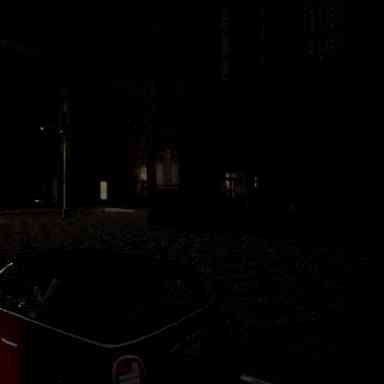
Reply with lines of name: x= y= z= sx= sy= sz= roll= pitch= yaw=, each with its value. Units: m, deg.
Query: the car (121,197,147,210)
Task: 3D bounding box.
car: x=-6.871 y=1.425 z=42.437 sx=1.812 sy=1.442 sz=4.674 roll=0 pitch=0 yaw=35

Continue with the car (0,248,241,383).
car: x=-1.571 y=1.437 z=4.081 sx=4.097 sy=1.590 sz=1.967 roll=0 pitch=0 yaw=35
